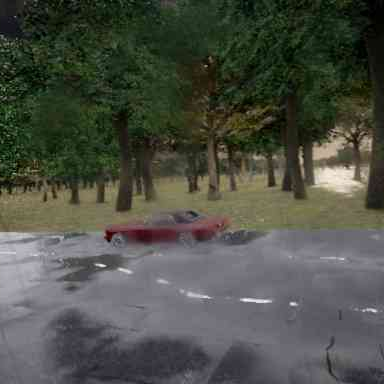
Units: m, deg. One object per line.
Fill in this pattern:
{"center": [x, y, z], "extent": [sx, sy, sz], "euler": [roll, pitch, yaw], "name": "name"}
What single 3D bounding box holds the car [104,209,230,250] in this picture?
{"center": [-1.060, 1.395, 12.842], "extent": [4.718, 1.301, 1.895], "euler": [-4, 2, 24], "name": "car"}
